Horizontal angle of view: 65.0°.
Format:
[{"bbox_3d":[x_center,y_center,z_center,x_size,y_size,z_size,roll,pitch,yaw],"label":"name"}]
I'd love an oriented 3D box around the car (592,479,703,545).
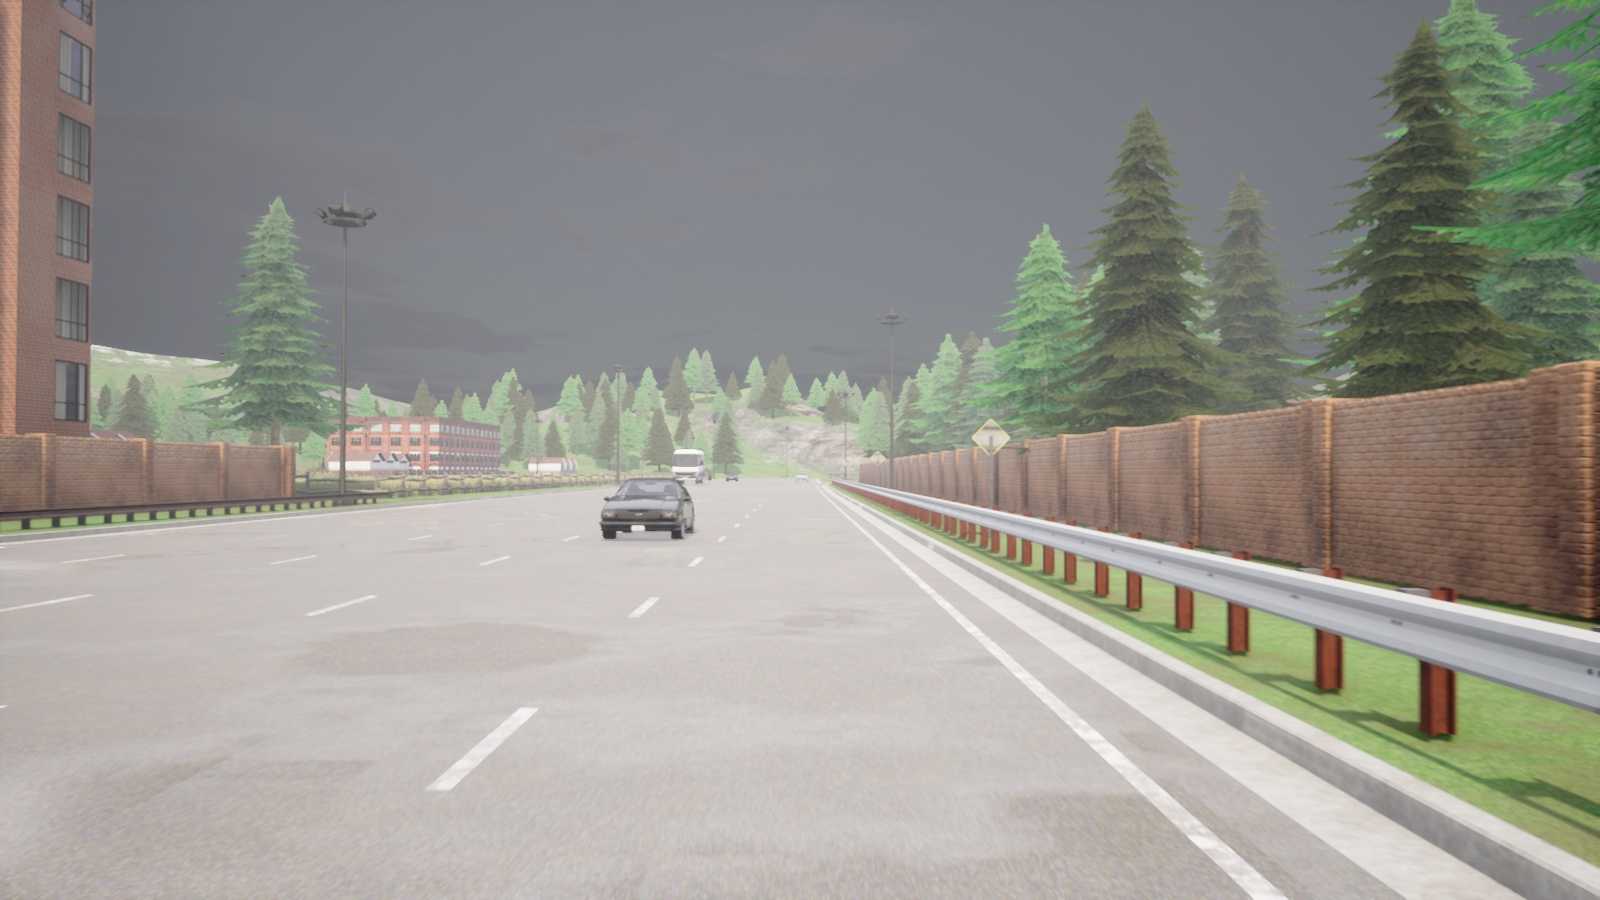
[{"bbox_3d":[-3.551,1.410,30.181,2.033,1.411,5.357,0,-1,0],"label":"car"}]
